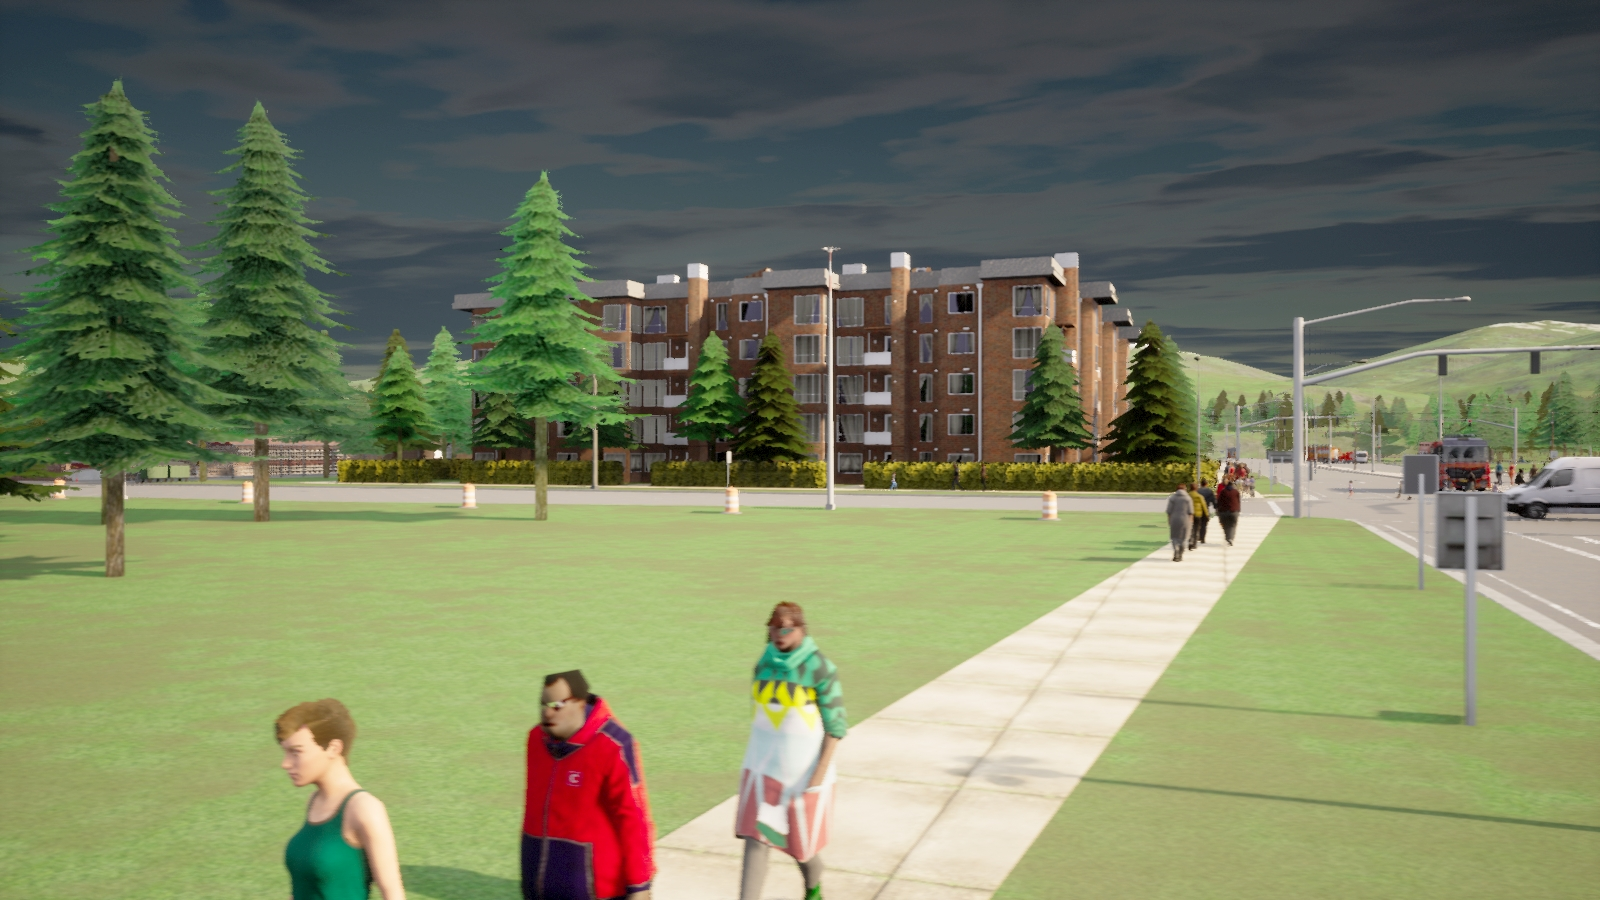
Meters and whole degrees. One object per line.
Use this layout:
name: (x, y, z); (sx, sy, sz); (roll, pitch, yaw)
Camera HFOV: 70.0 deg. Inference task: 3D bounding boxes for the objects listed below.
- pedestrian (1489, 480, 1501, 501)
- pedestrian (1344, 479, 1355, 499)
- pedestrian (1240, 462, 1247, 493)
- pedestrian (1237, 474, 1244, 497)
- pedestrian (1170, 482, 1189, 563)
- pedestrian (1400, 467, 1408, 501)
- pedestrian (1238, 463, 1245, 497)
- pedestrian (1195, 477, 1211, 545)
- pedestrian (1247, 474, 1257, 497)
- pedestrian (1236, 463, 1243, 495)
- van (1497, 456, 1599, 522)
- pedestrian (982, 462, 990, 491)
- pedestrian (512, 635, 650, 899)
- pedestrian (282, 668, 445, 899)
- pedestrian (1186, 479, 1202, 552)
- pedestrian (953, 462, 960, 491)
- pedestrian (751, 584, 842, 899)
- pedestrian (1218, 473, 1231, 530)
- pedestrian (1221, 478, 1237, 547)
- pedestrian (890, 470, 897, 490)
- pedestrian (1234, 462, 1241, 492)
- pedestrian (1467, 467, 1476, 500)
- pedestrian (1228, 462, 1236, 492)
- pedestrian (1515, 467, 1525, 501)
pedestrian: (38.271, 2.230, 62.912); (0.500, 1.100, 0.500); (0, 0, 18)
pedestrian: (31.316, 2.229, 65.084); (0.500, 1.100, 0.500); (0, 0, 17)
pedestrian: (27.429, 1.694, 70.692); (0.375, 1.860, 0.375); (0, 0, 12)
pedestrian: (24.550, 1.975, 63.661); (0.375, 1.300, 0.375); (0, 0, 25)
pedestrian: (8.911, 1.696, 26.818); (0.375, 1.860, 0.375); (0, 0, 23)
pedestrian: (33.430, 1.877, 63.197); (0.375, 1.860, 0.375); (0, 0, 31)
pedestrian: (24.977, 1.695, 64.679); (0.375, 1.860, 0.375); (0, 0, 22)
pedestrian: (11.263, 1.696, 31.924); (0.375, 1.860, 0.375); (0, 0, 25)
pedestrian: (25.302, 1.977, 63.935); (0.375, 1.300, 0.375); (0, 0, -16)
pedestrian: (25.872, 1.695, 67.308); (0.375, 1.860, 0.375); (0, 0, 21)
van: (31.615, 1.536, 45.900); (5.915, 2.561, 1.988); (0, 0, 20)
pedestrian: (11.802, 1.693, 72.510); (0.375, 1.860, 0.375); (0, 0, 21)
pedestrian: (-0.852, 1.696, 4.470); (0.375, 1.860, 0.375); (0, 0, 30)
pedestrian: (-1.432, 1.696, 3.747); (0.375, 1.860, 0.375); (0, 0, 44)
pedestrian: (10.270, 1.696, 29.790); (0.375, 1.860, 0.375); (0, 0, 24)
pedestrian: (9.998, 1.693, 73.170); (0.375, 1.860, 0.375); (0, 0, 21)
pedestrian: (-0.016, 1.697, 6.302); (0.375, 1.860, 0.375); (0, 0, 26)
pedestrian: (14.111, 1.696, 37.950); (0.375, 1.860, 0.375); (0, 0, 24)
pedestrian: (11.771, 1.696, 31.316); (0.375, 1.860, 0.375); (0, 0, 26)
pedestrian: (6.099, 1.972, 74.534); (0.375, 1.300, 0.375); (0, 0, 20)
pedestrian: (27.603, 1.695, 72.106); (0.375, 1.860, 0.375); (0, 0, 31)
pedestrian: (37.587, 1.877, 63.965); (0.375, 1.860, 0.375); (0, 0, 24)
pedestrian: (26.868, 1.695, 71.078); (0.375, 1.860, 0.375); (0, 0, 4)
pedestrian: (39.428, 1.850, 62.602); (0.375, 1.860, 0.375); (0, 0, 16)
